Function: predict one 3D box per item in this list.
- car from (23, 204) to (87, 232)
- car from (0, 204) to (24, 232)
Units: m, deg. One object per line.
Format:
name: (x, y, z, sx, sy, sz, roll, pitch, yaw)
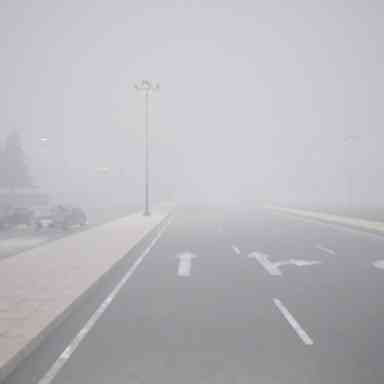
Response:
car: (-7.993, 1.538, 20.596, 2.128, 1.511, 4.902, 0, 0, 0)
car: (-11.493, 1.538, 20.597, 2.128, 1.511, 4.902, 0, 0, 0)
